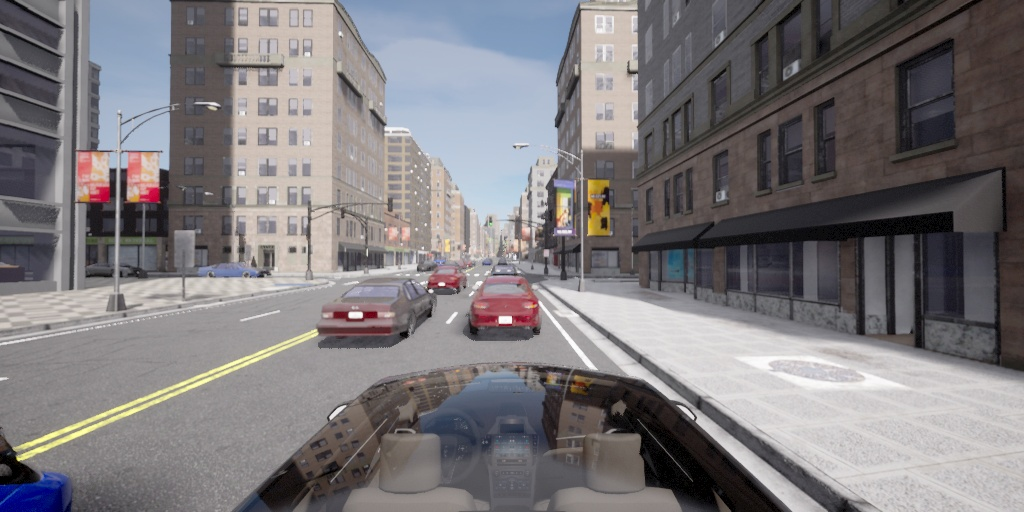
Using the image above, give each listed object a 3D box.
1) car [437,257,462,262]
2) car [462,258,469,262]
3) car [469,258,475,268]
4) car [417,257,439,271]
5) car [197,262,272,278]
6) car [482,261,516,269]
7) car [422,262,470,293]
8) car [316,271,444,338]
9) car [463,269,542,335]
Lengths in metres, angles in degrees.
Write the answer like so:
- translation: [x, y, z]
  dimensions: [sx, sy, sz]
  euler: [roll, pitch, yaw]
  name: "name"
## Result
- translation: [-7.825, 1.287, 45.463]
  dimensions: [1.882, 1.535, 5.008]
  euler: [0, 0, -2]
  name: "car"
- translation: [-8.073, 1.344, 54.666]
  dimensions: [1.812, 1.442, 4.674]
  euler: [0, 0, -1]
  name: "car"
- translation: [-8.304, 1.178, 64.542]
  dimensions: [2.097, 1.767, 4.553]
  euler: [0, 0, -1]
  name: "car"
- translation: [-11.124, 1.289, 47.162]
  dimensions: [1.882, 1.535, 5.008]
  euler: [0, 0, -1]
  name: "car"
- translation: [-23.693, 1.247, 30.645]
  dimensions: [5.357, 1.411, 2.033]
  euler: [0, -1, 1]
  name: "car"
- translation: [-0.479, 1.275, 20.935]
  dimensions: [2.128, 1.511, 4.902]
  euler: [0, 0, -2]
  name: "car"
- translation: [-3.731, 1.308, 21.057]
  dimensions: [1.812, 1.442, 4.674]
  euler: [0, 0, -1]
  name: "car"
- translation: [-3.440, 1.314, 10.181]
  dimensions: [2.033, 1.411, 5.357]
  euler: [0, 0, -2]
  name: "car"
- translation: [-0.197, 1.292, 10.499]
  dimensions: [1.812, 1.442, 4.674]
  euler: [0, 0, -1]
  name: "car"
